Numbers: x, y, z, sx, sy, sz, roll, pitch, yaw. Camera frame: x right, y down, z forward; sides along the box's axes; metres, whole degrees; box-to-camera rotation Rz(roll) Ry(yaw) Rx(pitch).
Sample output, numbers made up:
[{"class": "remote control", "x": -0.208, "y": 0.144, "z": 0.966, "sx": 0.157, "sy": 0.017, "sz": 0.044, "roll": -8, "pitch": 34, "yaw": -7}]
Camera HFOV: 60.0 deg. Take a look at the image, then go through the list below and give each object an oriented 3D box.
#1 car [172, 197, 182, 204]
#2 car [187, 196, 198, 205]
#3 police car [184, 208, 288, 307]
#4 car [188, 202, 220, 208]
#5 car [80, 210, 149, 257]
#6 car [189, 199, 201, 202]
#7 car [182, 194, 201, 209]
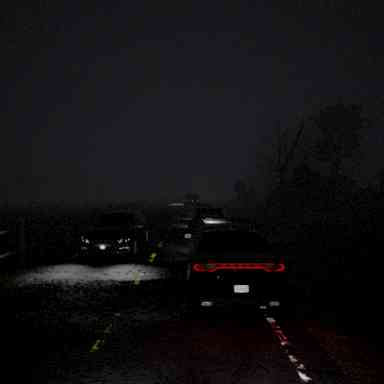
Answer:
[{"class": "car", "x": -2.663, "y": 1.628, "z": 64.135, "sx": 1.994, "sy": 1.385, "sz": 4.181, "roll": 0, "pitch": 0, "yaw": 0}, {"class": "car", "x": 0.081, "y": 1.534, "z": 60.583, "sx": 1.882, "sy": 1.535, "sz": 5.008, "roll": 0, "pitch": 0, "yaw": 0}, {"class": "police car", "x": 0.837, "y": 1.426, "z": 8.186, "sx": 1.930, "sy": 1.638, "sz": 5.238, "roll": 0, "pitch": 0, "yaw": 0}, {"class": "car", "x": 0.850, "y": 1.508, "z": 18.076, "sx": 1.837, "sy": 1.490, "sz": 4.892, "roll": 0, "pitch": 0, "yaw": 0}, {"class": "car", "x": -2.834, "y": 1.506, "z": 12.967, "sx": 1.837, "sy": 1.490, "sz": 4.892, "roll": 0, "pitch": 0, "yaw": 0}, {"class": "car", "x": 0.858, "y": 1.511, "z": 24.076, "sx": 1.837, "sy": 1.490, "sz": 4.892, "roll": 0, "pitch": 0, "yaw": 0}, {"class": "car", "x": 0.099, "y": 1.250, "z": 45.969, "sx": 2.150, "sy": 2.045, "sz": 5.566, "roll": 0, "pitch": 0, "yaw": 1}]
